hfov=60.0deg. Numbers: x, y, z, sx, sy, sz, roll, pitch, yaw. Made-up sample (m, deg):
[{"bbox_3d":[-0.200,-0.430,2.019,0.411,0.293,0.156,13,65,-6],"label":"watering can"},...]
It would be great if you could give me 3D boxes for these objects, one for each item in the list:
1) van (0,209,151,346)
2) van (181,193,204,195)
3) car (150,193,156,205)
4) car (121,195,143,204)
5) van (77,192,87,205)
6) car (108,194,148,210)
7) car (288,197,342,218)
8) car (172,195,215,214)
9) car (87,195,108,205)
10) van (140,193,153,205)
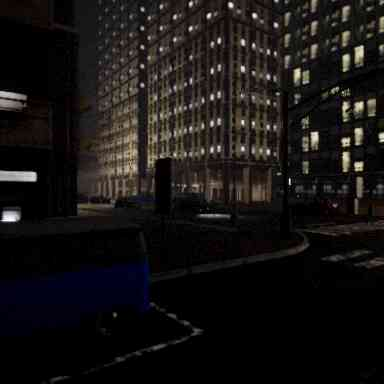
[{"bbox_3d":[-2.575,1.331,4.867,3.998,1.788,1.690,-1,2,-35],"label":"van"},{"bbox_3d":[-0.083,1.008,40.527,1.690,1.788,3.998,0,0,-35],"label":"van"},{"bbox_3d":[-3.344,1.210,45.139,2.008,1.369,4.403,0,0,-35],"label":"car"},{"bbox_3d":[-9.867,1.211,54.363,1.947,1.339,4.313,0,0,-35],"label":"car"},{"bbox_3d":[-16.709,0.956,49.526,1.690,1.788,3.998,0,0,-35],"label":"van"},{"bbox_3d":[-6.927,1.187,35.689,2.008,1.369,4.403,0,0,-35],"label":"car"},{"bbox_3d":[9.700,1.132,26.690,1.967,1.590,4.097,0,0,-35],"label":"car"},{"bbox_3d":[0.210,1.222,30.082,1.994,1.385,4.181,0,0,-35],"label":"car"},{"bbox_3d":[-13.730,1.227,49.920,1.895,1.301,4.718,0,0,-35],"label":"car"},{"bbox_3d":[-6.604,0.993,49.752,1.690,1.788,3.998,0,0,-35],"label":"van"}]
